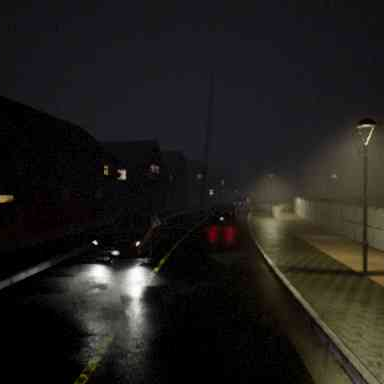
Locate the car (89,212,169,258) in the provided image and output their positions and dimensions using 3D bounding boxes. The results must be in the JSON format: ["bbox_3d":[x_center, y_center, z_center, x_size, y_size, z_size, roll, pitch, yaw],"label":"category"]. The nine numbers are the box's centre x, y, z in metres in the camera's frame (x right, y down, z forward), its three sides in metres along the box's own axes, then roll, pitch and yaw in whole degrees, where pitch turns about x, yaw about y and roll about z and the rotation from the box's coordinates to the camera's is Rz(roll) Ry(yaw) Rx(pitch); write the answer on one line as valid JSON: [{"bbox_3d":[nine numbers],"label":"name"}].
[{"bbox_3d":[-2.140,1.508,13.008,2.033,1.411,5.357,0,0,6],"label":"car"}]

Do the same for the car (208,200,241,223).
[{"bbox_3d":[2.426,1.529,25.023,1.895,1.301,4.718,0,0,10],"label":"car"}]

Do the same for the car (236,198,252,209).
[{"bbox_3d":[6.440,1.413,42.288,2.033,1.411,5.357,0,0,16],"label":"car"}]
